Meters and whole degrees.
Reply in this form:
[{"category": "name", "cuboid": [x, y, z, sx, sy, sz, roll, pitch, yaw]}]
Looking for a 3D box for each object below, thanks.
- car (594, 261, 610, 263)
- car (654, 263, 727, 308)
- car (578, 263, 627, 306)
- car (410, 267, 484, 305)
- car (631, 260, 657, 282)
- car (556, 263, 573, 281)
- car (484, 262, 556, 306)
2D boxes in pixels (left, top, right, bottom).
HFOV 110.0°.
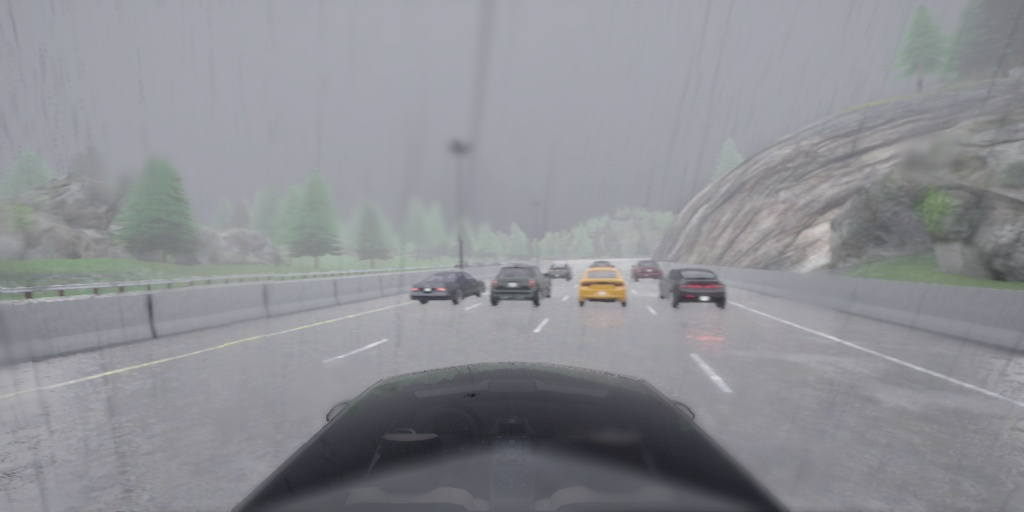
[{"category": "car", "cuboid": [7.578, 1.189, 30.221, 2.097, 1.767, 4.553, -1, -1, 14]}, {"category": "car", "cuboid": [7.394, 1.242, 15.037, 1.837, 1.490, 4.892, -1, 0, 14]}, {"category": "car", "cuboid": [4.041, 1.269, 16.050, 1.882, 1.535, 5.008, -1, 0, 14]}, {"category": "car", "cuboid": [-2.872, 1.449, 17.271, 2.033, 1.411, 5.357, -1, 0, 14]}, {"category": "car", "cuboid": [10.971, 1.133, 29.369, 2.097, 1.767, 4.553, -1, -1, 14]}, {"category": "car", "cuboid": [4.236, 1.388, 31.268, 2.128, 1.511, 4.902, -1, 0, 14]}, {"category": "car", "cuboid": [0.544, 1.196, 16.513, 2.097, 1.767, 4.553, -1, -1, 14]}]
